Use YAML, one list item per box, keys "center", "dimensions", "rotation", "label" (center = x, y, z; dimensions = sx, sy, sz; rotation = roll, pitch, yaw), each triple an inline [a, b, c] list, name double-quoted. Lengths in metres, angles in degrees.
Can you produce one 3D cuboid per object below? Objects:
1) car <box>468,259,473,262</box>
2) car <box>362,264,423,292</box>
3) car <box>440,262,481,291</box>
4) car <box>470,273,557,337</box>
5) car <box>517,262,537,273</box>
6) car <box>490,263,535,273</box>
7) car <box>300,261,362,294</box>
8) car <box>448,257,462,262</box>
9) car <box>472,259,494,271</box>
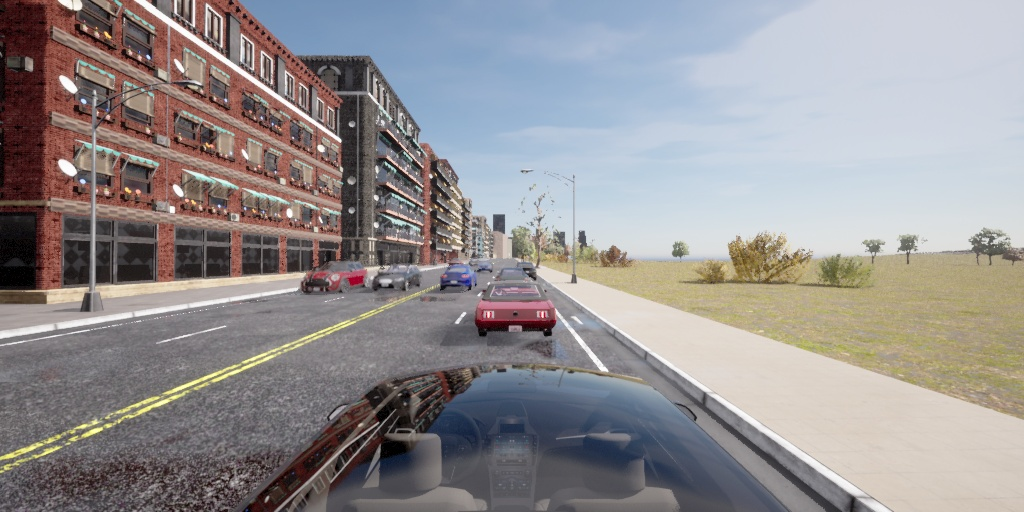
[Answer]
- center: [-6.734, 1.243, 64.117]
  dimensions: [2.128, 1.511, 4.902]
  rotation: [0, 0, 0]
  label: "car"
- center: [-6.657, 1.244, 21.233]
  dimensions: [2.128, 1.511, 4.902]
  rotation: [0, 0, 0]
  label: "car"
- center: [-3.208, 1.279, 22.060]
  dimensions: [1.812, 1.442, 4.674]
  rotation: [0, 0, 0]
  label: "car"
- center: [0.076, 1.352, 10.301]
  dimensions: [1.895, 1.301, 4.718]
  rotation: [0, 0, 0]
  label: "car"
- center: [1.056, 1.259, 30.325]
  dimensions: [1.837, 1.490, 4.892]
  rotation: [0, 0, 0]
  label: "car"
- center: [0.039, 1.317, 20.331]
  dimensions: [1.994, 1.385, 4.181]
  rotation: [0, 0, 0]
  label: "car"
- center: [-9.904, 1.105, 20.386]
  dimensions: [2.097, 1.767, 4.553]
  rotation: [0, 0, 0]
  label: "car"
- center: [-9.986, 1.104, 63.010]
  dimensions: [2.097, 1.767, 4.553]
  rotation: [0, 0, 0]
  label: "car"
- center: [-3.274, 1.299, 44.054]
  dimensions: [2.033, 1.411, 5.357]
  rotation: [0, 0, 0]
  label: "car"
